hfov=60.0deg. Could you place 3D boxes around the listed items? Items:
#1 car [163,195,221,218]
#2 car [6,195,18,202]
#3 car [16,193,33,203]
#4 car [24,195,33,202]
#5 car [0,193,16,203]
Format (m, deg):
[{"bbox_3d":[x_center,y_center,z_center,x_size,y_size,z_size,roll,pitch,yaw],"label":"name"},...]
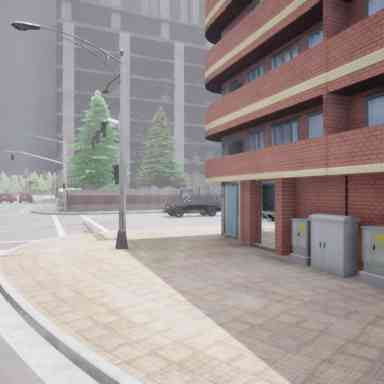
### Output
[{"bbox_3d":[0.088,1.277,31.288,5.566,2.045,2.150,0,0,-23],"label":"car"},{"bbox_3d":[-42.276,1.539,78.114,2.033,1.411,5.357,0,0,-23],"label":"car"},{"bbox_3d":[-34.743,1.225,69.363,2.150,2.045,5.566,0,0,-23],"label":"car"},{"bbox_3d":[-38.892,1.524,79.102,1.812,1.442,4.674,0,0,-23],"label":"car"},{"bbox_3d":[-38.107,1.225,68.331,2.150,2.045,5.566,0,0,-23],"label":"car"}]
